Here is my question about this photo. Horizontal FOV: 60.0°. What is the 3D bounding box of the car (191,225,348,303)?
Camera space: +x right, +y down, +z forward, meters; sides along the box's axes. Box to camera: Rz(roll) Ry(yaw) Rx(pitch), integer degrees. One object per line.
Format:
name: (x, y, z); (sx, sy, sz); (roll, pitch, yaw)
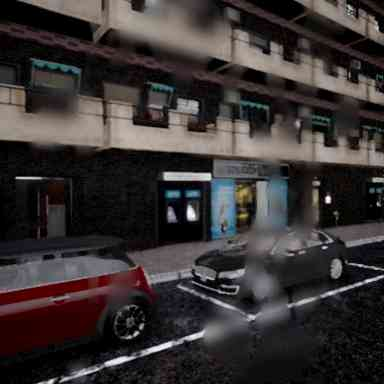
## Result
car: (2.014, 1.513, 8.000); (4.403, 1.369, 2.008); (0, 0, -35)

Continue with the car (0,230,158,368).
car: (-2.626, 1.437, 4.693); (4.097, 1.590, 1.967); (0, 0, -35)
